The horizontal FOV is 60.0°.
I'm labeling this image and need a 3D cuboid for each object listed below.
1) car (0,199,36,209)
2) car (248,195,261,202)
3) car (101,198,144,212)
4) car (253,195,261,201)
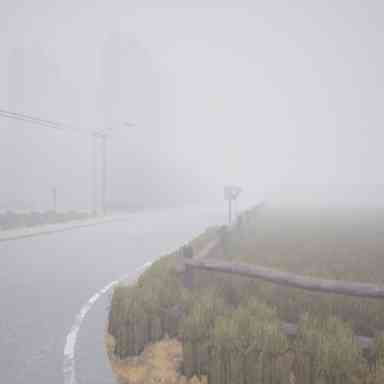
[{"bbox_3d":[-22.678,1.561,42.336,5.357,1.411,2.033,0,0,14],"label":"car"},{"bbox_3d":[13.481,1.481,73.206,1.812,1.442,4.674,0,0,15],"label":"car"},{"bbox_3d":[-8.126,1.483,38.696,5.008,1.535,1.882,0,0,14],"label":"car"},{"bbox_3d":[16.934,1.480,86.199,1.812,1.442,4.674,0,0,15],"label":"car"}]
